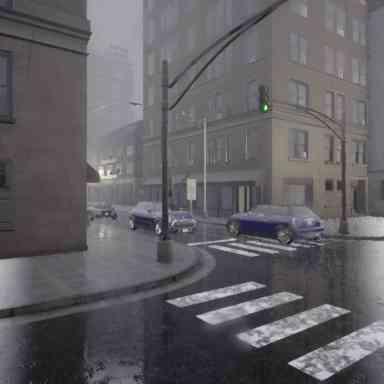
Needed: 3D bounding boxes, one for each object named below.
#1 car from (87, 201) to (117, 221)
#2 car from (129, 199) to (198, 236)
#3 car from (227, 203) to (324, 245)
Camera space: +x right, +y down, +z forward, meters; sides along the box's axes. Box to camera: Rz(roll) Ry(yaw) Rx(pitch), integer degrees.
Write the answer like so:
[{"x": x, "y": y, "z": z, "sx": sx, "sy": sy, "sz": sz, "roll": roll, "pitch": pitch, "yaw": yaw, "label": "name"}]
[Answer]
[{"x": -7.418, "y": 1.428, "z": 26.084, "sx": 1.994, "sy": 1.385, "sz": 4.181, "roll": 0, "pitch": 0, "yaw": -35, "label": "car"}, {"x": -1.624, "y": 1.269, "z": 17.977, "sx": 2.097, "sy": 1.767, "sz": 4.553, "roll": 0, "pitch": 0, "yaw": -36, "label": "car"}, {"x": 3.692, "y": 1.299, "z": 15.618, "sx": 2.097, "sy": 1.767, "sz": 4.553, "roll": 0, "pitch": 0, "yaw": -36, "label": "car"}]
